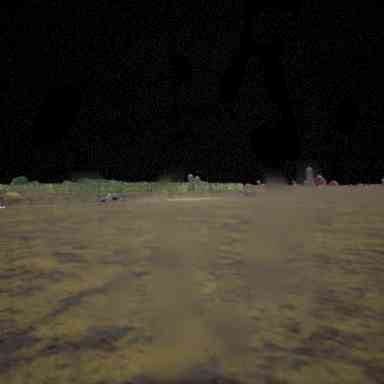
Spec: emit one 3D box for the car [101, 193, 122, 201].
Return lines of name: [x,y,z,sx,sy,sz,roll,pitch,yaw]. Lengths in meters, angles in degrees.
car: [-17.517,1.069,72.376,2.097,1.767,4.553,-2,0,35]
